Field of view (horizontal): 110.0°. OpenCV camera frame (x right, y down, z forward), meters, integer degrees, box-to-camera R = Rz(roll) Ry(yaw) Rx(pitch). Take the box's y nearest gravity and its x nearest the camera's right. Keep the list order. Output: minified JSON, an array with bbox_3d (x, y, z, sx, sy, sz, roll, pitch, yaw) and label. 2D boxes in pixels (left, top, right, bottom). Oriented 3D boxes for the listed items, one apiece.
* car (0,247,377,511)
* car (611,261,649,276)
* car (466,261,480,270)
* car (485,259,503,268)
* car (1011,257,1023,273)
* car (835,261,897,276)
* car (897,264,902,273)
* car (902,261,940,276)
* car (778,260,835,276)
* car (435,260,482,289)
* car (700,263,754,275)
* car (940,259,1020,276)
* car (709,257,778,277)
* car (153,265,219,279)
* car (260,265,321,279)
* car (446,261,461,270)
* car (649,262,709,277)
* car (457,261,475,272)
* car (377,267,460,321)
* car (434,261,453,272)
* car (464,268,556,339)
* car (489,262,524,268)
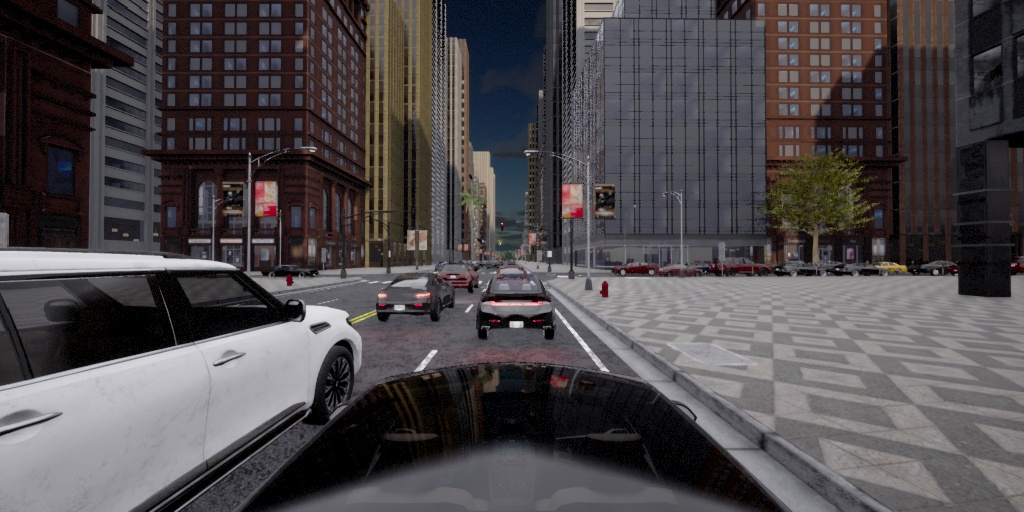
[{"bbox_3d":[-3.155,0.972,2.587,2.150,2.045,5.566,0,0,0],"label":"car"},{"bbox_3d":[13.243,1.297,38.675,5.008,1.535,1.882,0,-1,-2],"label":"car"},{"bbox_3d":[-6.616,1.560,61.278,1.812,1.442,4.674,0,0,0],"label":"car"},{"bbox_3d":[-3.203,1.408,64.437,2.097,1.767,4.553,0,-1,0],"label":"car"},{"bbox_3d":[49.123,0.970,33.470,5.009,1.841,2.192,0,0,-1],"label":"car"},{"bbox_3d":[32.208,1.258,33.196,4.313,1.339,1.948,0,0,-1],"label":"car"},{"bbox_3d":[43.182,1.293,41.900,4.829,1.417,1.751,0,0,-1],"label":"car"},{"bbox_3d":[42.832,1.204,35.994,4.892,1.490,1.837,0,-1,-1],"label":"car"},{"bbox_3d":[26.571,1.274,33.105,4.313,1.339,1.948,0,0,-1],"label":"car"},{"bbox_3d":[-3.162,1.141,21.346,2.097,1.767,4.553,0,0,0],"label":"car"},{"bbox_3d":[23.160,1.387,38.822,4.718,1.301,1.895,0,-1,-1],"label":"car"},{"bbox_3d":[43.484,1.211,33.379,4.507,1.381,1.888,0,0,-1],"label":"car"},{"bbox_3d":[20.934,1.039,33.014,5.009,1.841,2.192,0,0,-1],"label":"car"},{"bbox_3d":[-31.642,1.569,34.926,4.718,1.301,1.895,0,-1,0],"label":"car"},{"bbox_3d":[-21.477,1.523,34.923,4.718,1.301,1.895,0,-1,0],"label":"car"},{"bbox_3d":[-9.866,1.557,60.823,1.812,1.442,4.674,0,0,0],"label":"car"},{"bbox_3d":[15.296,1.326,32.922,4.207,1.307,1.802,0,0,-1],"label":"car"},{"bbox_3d":[-6.630,1.462,52.178,2.128,1.511,4.902,0,0,0],"label":"car"},{"bbox_3d":[-3.157,1.288,12.366,1.812,1.442,4.674,0,0,0],"label":"car"},{"bbox_3d":[-9.871,1.495,51.901,1.812,1.442,4.674,0,0,0],"label":"car"},{"bbox_3d":[0.093,1.248,10.056,2.128,1.511,4.902,0,0,0],"label":"car"},{"bbox_3d":[-0.012,1.260,19.556,1.882,1.535,5.008,0,0,0],"label":"car"}]
